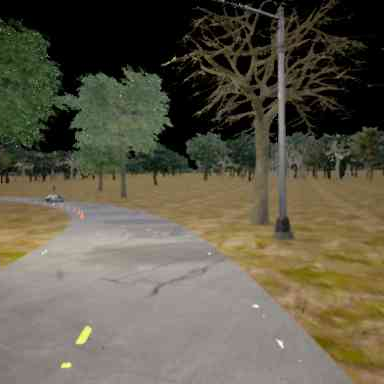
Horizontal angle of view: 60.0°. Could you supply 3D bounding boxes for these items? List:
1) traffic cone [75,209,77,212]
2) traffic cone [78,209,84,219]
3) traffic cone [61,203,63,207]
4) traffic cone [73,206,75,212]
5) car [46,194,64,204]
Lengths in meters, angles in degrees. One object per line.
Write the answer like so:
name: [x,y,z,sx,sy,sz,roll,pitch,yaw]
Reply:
traffic cone: [-10.930,1.898,32.286,0.340,0.580,0.340,-2,1,-23]
traffic cone: [-9.168,1.922,27.766,0.340,0.580,0.340,-1,1,-20]
traffic cone: [-17.700,1.790,45.143,0.340,0.580,0.340,-2,2,-33]
traffic cone: [-12.942,1.872,36.698,0.340,0.580,0.340,-2,1,-26]
car: [-23.035,1.133,55.734,1.812,1.442,4.674,-3,3,-41]
